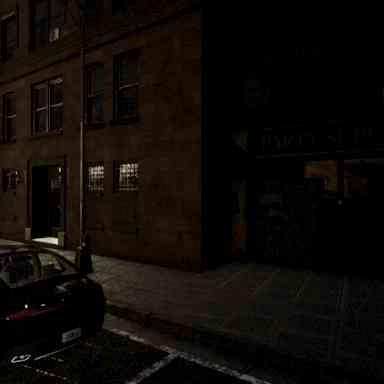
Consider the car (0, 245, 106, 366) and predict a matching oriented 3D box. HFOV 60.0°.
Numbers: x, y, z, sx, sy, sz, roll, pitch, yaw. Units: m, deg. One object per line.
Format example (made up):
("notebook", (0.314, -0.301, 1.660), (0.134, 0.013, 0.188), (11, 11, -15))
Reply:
("car", (-3.274, 1.551, 5.434), (4.403, 1.369, 2.008), (0, 0, 36))
